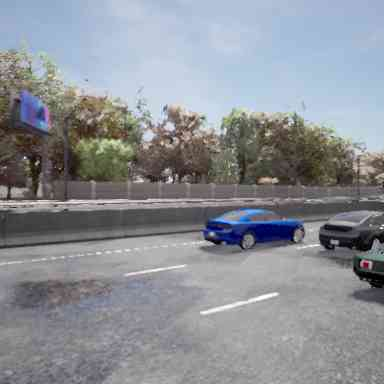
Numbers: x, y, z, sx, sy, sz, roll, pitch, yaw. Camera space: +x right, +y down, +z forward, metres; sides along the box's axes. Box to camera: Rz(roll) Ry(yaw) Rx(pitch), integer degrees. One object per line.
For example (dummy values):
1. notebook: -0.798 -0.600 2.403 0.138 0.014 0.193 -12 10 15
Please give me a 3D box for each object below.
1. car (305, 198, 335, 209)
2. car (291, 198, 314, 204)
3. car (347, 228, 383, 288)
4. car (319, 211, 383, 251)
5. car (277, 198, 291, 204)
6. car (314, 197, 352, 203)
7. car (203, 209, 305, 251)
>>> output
1. car: 18.114 1.627 46.943 4.181 1.385 1.994 0 0 -35
2. car: 14.483 1.645 40.081 4.718 1.301 1.895 0 0 -35
3. car: 5.965 1.605 7.996 4.718 1.301 1.895 0 0 -35
4. car: 6.947 1.512 12.992 4.892 1.490 1.837 0 0 -35
5. car: 14.255 1.620 48.490 4.181 1.385 1.994 0 0 -35
6. car: 16.070 1.393 36.914 4.553 1.767 2.097 0 0 -35
7. car: 2.792 1.482 14.327 5.008 1.535 1.882 0 0 -36
